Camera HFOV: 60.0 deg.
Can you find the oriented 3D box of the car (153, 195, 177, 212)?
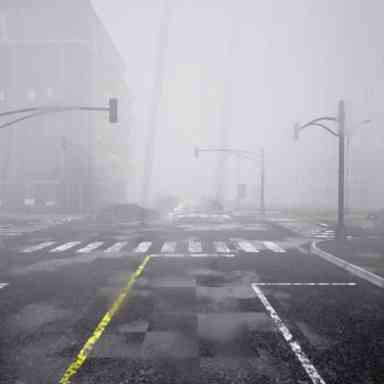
[{"bbox_3d":[-3.129,1.448,39.308,1.882,1.535,5.008,0,0,0],"label":"car"}]

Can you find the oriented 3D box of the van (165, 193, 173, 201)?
[{"bbox_3d":[-5.774,1.235,83.213,1.690,1.788,3.998,-1,0,0],"label":"van"}]

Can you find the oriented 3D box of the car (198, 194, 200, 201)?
[{"bbox_3d":[2.595,1.484,60.668,1.887,1.381,4.507,-1,0,0],"label":"car"}]

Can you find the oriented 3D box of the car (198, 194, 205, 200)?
[{"bbox_3d":[2.602,1.305,94.543,1.967,1.590,4.097,-1,0,0],"label":"car"}]

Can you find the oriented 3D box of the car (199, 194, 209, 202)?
[{"bbox_3d":[2.584,1.358,71.959,1.967,1.590,4.097,-1,0,0],"label":"car"}]

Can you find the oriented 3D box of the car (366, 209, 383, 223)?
[{"bbox_3d":[14.830,1.604,23.723,4.181,1.385,1.994,0,1,1],"label":"car"}]

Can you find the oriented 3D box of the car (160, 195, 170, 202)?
[{"bbox_3d":[-5.762,1.463,71.919,1.887,1.381,4.507,-1,0,0],"label":"car"}]

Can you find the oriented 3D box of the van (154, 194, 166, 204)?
[{"bbox_3d":[-5.756,1.281,60.628,1.690,1.788,3.998,-1,0,0],"label":"van"}]

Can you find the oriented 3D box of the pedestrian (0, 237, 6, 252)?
[{"bbox_3d":[-7.350,1.289,12.432,0.375,1.860,0.375,-1,1,0],"label":"pedestrian"}]

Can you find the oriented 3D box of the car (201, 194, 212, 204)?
[{"bbox_3d":[2.608,1.405,43.730,1.967,1.590,4.097,-1,0,0],"label":"car"}]

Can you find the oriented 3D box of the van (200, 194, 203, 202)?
[{"bbox_3d":[2.597,1.290,55.022,1.690,1.788,3.998,-1,0,0],"label":"van"}]

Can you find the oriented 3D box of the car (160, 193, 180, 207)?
[{"bbox_3d":[-3.132,1.310,48.622,2.097,1.767,4.553,0,0,0],"label":"car"}]

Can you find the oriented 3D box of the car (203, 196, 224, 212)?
[{"bbox_3d":[2.614,1.517,38.085,1.887,1.381,4.507,-1,0,0],"label":"car"}]

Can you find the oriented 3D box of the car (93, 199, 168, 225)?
[{"bbox_3d":[-4.530,1.495,23.766,4.892,1.490,1.837,0,2,-33],"label":"car"}]

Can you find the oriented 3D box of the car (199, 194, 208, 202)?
[{"bbox_3d":[2.585,1.346,77.605,1.967,1.590,4.097,-1,0,0],"label":"car"}]

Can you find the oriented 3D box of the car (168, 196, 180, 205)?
[{"bbox_3d":[-3.128,1.507,58.587,1.994,1.385,4.181,0,0,0],"label":"car"}]
